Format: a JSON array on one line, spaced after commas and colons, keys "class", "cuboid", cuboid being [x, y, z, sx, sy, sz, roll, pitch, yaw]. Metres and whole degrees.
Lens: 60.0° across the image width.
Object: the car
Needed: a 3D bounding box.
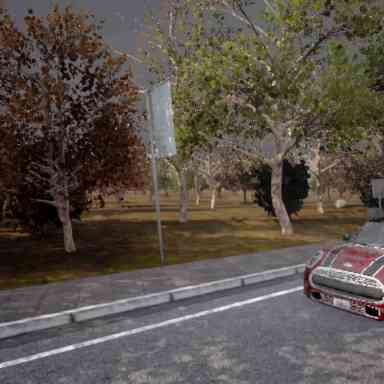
[{"class": "car", "cuboid": [4.434, 1.324, 7.003, 4.553, 1.767, 2.097, 0, 0, -34]}]
